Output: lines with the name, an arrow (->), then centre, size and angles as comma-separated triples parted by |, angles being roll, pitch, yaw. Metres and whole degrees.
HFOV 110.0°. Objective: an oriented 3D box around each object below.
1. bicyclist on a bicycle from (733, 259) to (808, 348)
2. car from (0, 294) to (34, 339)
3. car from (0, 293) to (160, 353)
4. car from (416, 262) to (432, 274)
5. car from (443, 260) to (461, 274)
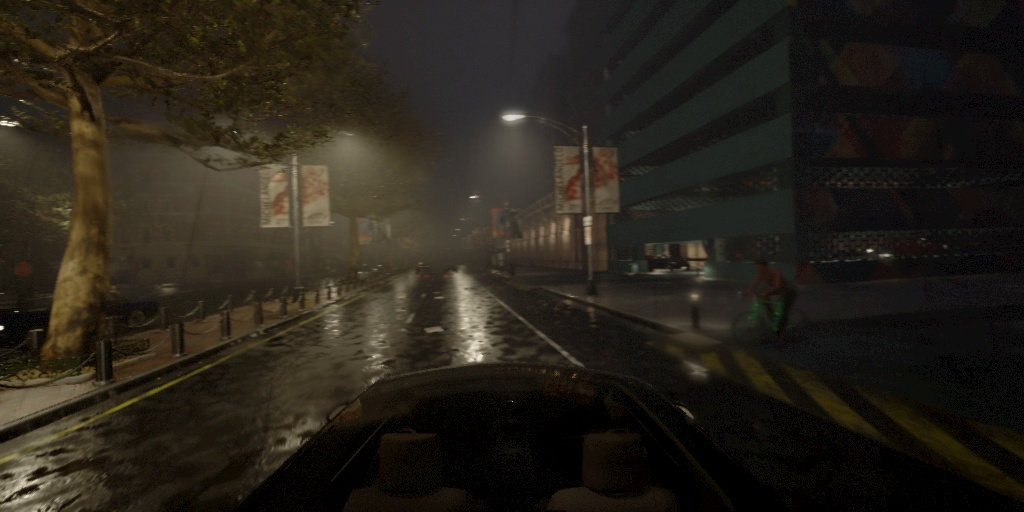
bicyclist on a bicycle -> 4.810, 0.870, 6.681 | 1.656, 1.620, 0.582 | -2, 0, -11
car -> -16.480, 1.925, 9.467 | 1.895, 1.301, 4.718 | -2, 0, -10
car -> -13.093, 1.802, 10.395 | 1.895, 1.301, 4.718 | -2, 0, -10
car -> -11.799, 1.580, 47.950 | 2.128, 1.511, 4.902 | -2, 0, -11
car -> -8.042, 1.557, 46.901 | 1.895, 1.301, 4.718 | -2, 0, -11
